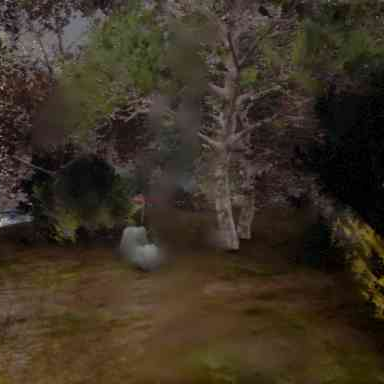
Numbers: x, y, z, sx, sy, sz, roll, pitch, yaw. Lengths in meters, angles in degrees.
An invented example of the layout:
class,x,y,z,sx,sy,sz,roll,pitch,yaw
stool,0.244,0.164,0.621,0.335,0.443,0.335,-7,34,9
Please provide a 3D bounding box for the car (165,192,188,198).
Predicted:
class,x,y,z,sx,sy,sz,roll,pitch,yaw
car,-2.543,0.979,63.350,2.150,2.045,5.566,0,0,19

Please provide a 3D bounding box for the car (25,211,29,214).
class,x,y,z,sx,sy,sz,roll,pitch,yaw
car,-16.097,1.565,34.871,1.882,1.535,5.008,0,1,20

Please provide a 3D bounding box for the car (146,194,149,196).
class,x,y,z,sx,sy,sz,roll,pitch,yaw
car,-7.117,1.122,49.643,2.150,2.045,5.566,0,1,19

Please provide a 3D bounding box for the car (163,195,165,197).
class,x,y,z,sx,sy,sz,roll,pitch,yaw
car,-5.705,1.326,64.968,2.033,1.411,5.357,0,0,19
